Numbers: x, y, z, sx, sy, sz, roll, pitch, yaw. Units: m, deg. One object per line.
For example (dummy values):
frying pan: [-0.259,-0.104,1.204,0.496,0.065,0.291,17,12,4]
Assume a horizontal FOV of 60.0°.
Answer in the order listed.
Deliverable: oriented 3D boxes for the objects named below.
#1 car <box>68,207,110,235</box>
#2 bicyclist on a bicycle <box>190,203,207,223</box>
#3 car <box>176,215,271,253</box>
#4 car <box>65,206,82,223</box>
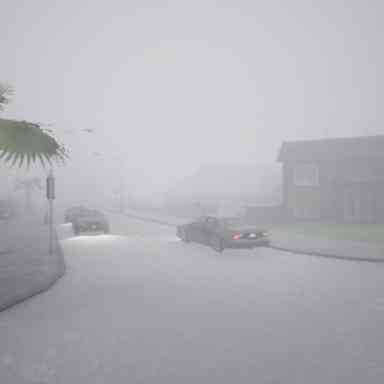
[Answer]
car: [-6.536,1.874,21.247,1.994,1.385,4.181,0,-1,-24]
bicyclist on a bicycle: [0.615,1.644,25.844,1.656,1.620,0.582,-1,-1,-24]
car: [1.144,1.709,14.625,2.033,1.411,5.357,0,-1,-27]
car: [-10.525,2.017,30.398,1.994,1.385,4.181,0,-1,-23]
